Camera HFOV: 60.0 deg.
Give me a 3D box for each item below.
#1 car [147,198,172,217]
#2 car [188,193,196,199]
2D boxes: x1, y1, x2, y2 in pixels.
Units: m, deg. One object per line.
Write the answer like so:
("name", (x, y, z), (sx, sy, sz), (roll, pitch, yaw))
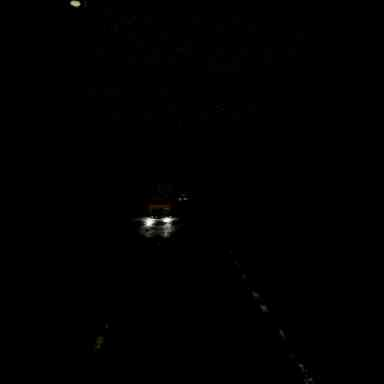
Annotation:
("car", (-2.813, 1.353, 29.896), (1.882, 1.535, 5.008), (0, 0, 0))
("car", (0.007, 1.179, 91.814), (1.812, 1.442, 4.674), (0, 0, 0))
